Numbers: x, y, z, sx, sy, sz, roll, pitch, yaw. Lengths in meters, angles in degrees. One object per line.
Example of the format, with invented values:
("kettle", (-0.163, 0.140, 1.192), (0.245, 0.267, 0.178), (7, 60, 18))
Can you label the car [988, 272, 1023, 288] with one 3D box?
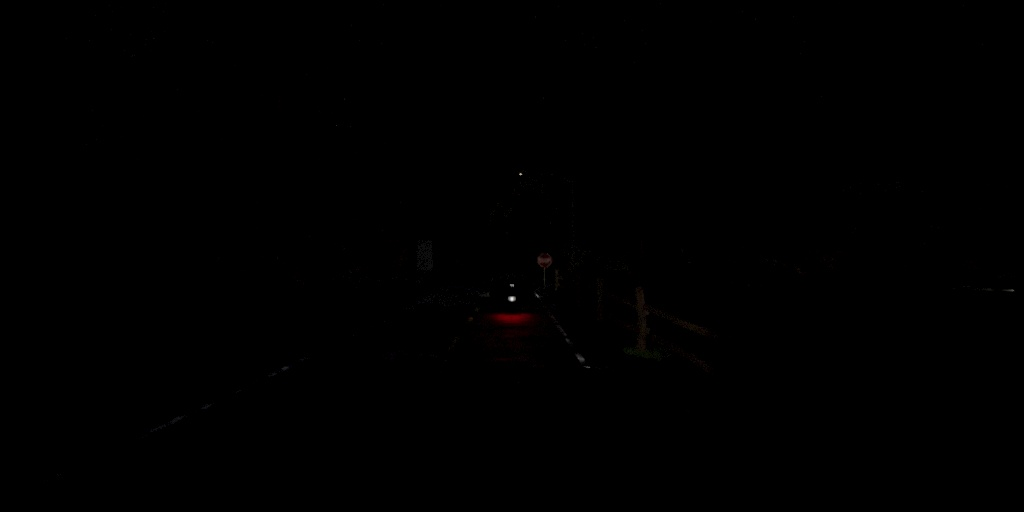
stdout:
("car", (48.499, 2.218, 34.058), (5.008, 1.535, 1.882), (1, 0, 0))

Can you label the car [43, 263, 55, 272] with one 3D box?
("car", (-41.971, 1.016, 33.964), (5.357, 1.411, 2.033), (1, 0, 0))

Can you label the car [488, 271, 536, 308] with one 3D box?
("car", (0.008, 1.391, 16.146), (1.837, 1.490, 4.892), (0, 0, 0))
